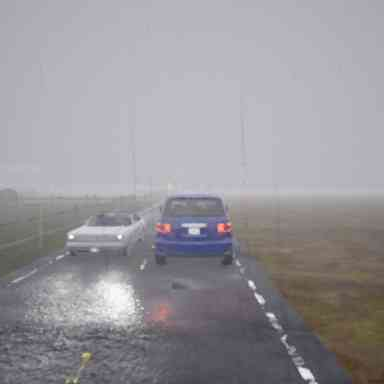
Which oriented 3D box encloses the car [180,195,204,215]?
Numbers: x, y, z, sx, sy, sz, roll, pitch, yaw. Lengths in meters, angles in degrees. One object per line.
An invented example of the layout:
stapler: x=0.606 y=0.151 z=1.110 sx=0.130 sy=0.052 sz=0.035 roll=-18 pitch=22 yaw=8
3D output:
car: x=0.009 y=1.024 z=28.123 sx=1.812 sy=1.442 sz=4.674 roll=0 pitch=1 yaw=0

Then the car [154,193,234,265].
car: x=0.054 y=1.022 z=10.980 sx=2.150 sy=2.045 sz=5.566 roll=0 pitch=1 yaw=0

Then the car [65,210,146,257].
car: x=-2.885 y=1.381 z=12.062 sx=1.895 sy=1.301 sz=4.718 roll=0 pitch=1 yaw=0
